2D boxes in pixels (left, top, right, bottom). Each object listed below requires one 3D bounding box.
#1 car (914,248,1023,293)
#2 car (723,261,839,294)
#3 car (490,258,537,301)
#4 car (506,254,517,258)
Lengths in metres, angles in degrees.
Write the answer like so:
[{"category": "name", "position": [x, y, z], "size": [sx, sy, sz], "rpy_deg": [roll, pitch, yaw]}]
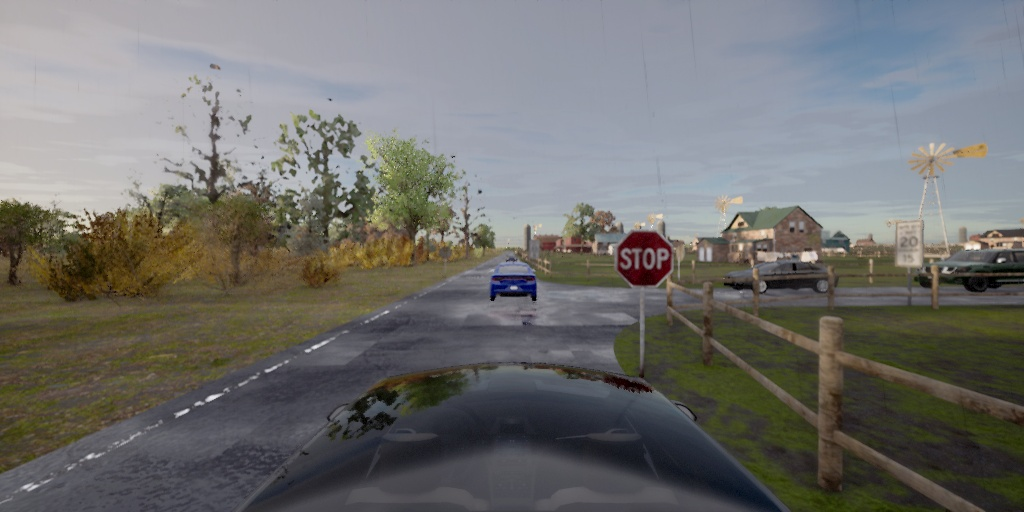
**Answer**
[{"category": "car", "position": [23.334, 0.660, 17.628], "size": [5.566, 2.045, 2.150], "rpy_deg": [0, 0, -1]}, {"category": "car", "position": [12.966, 0.991, 17.462], "size": [4.892, 1.490, 1.837], "rpy_deg": [0, 0, 0]}, {"category": "car", "position": [0.059, 1.032, 16.108], "size": [1.882, 1.535, 5.008], "rpy_deg": [0, 1, 0]}, {"category": "car", "position": [-0.059, 0.525, 58.943], "size": [1.895, 1.301, 4.718], "rpy_deg": [0, 1, 0]}]
